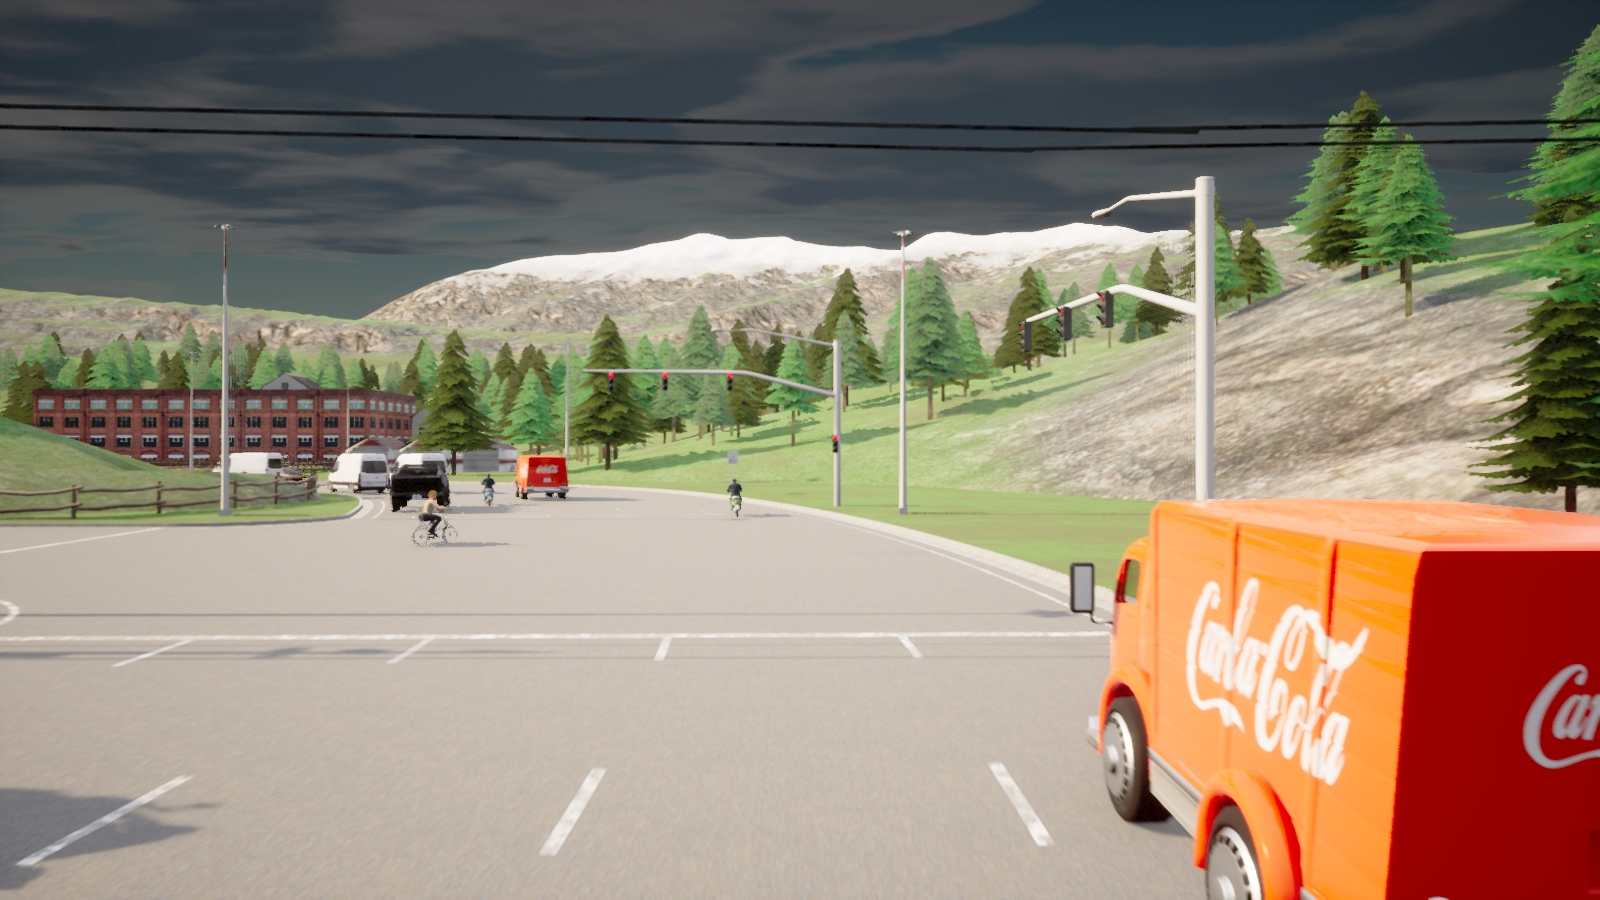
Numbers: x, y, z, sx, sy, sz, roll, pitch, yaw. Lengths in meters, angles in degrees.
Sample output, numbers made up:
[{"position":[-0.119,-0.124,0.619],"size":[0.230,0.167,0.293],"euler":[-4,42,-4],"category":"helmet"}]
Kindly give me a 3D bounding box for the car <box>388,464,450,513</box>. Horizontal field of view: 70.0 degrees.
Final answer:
[{"position":[-17.863,1.739,53.864],"size":[2.390,2.098,6.274],"euler":[0,0,-15],"category":"car"}]

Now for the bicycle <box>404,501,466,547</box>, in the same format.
[{"position":[-10.705,2.149,33.565],"size":[0.859,1.276,1.487],"euler":[-2,-1,41],"category":"bicycle"}]

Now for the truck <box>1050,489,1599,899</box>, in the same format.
[{"position":[3.484,1.566,7.196],"size":[2.627,2.467,5.204],"euler":[0,0,-1],"category":"truck"}]

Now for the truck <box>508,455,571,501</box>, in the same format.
[{"position":[-15.051,1.553,65.746],"size":[2.627,2.467,5.204],"euler":[0,0,-24],"category":"truck"}]

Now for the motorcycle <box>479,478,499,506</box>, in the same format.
[{"position":[-15.809,2.127,58.052],"size":[0.856,1.316,1.805],"euler":[-1,0,-18],"category":"motorcycle"}]

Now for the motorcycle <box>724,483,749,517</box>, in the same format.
[{"position":[-2.718,2.129,48.852],"size":[0.856,1.316,1.805],"euler":[-4,0,-7],"category":"motorcycle"}]
